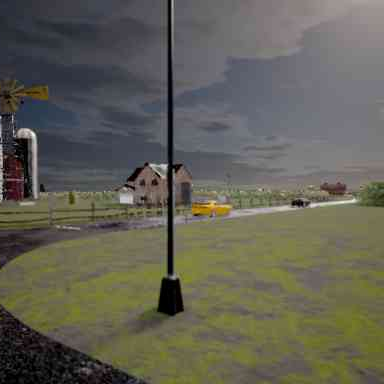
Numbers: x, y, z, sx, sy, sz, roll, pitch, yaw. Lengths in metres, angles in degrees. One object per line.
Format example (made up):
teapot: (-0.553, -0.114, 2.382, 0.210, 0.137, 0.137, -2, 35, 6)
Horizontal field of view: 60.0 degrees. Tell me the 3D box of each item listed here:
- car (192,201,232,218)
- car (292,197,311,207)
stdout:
car: (1.966, 1.539, 30.809, 1.882, 1.535, 5.008, -1, -1, 35)
car: (17.180, 1.629, 52.314, 1.837, 1.490, 4.892, -1, 0, 36)
